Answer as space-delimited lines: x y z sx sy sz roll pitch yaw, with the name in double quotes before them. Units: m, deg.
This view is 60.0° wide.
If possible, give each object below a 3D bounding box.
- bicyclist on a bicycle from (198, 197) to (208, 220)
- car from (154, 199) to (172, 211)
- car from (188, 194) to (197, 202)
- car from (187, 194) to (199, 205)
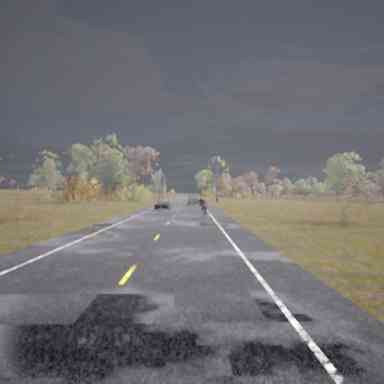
"bicyclist on a bicycle" 1.009 1.431 26.982 0.582 1.620 1.656 0 0 0
"car" -3.521 1.568 40.391 1.895 1.301 4.718 0 0 0
"car" 0.130 1.293 74.878 2.097 1.767 4.553 0 0 0
"car" 0.157 1.446 56.390 2.128 1.511 4.902 0 0 1
